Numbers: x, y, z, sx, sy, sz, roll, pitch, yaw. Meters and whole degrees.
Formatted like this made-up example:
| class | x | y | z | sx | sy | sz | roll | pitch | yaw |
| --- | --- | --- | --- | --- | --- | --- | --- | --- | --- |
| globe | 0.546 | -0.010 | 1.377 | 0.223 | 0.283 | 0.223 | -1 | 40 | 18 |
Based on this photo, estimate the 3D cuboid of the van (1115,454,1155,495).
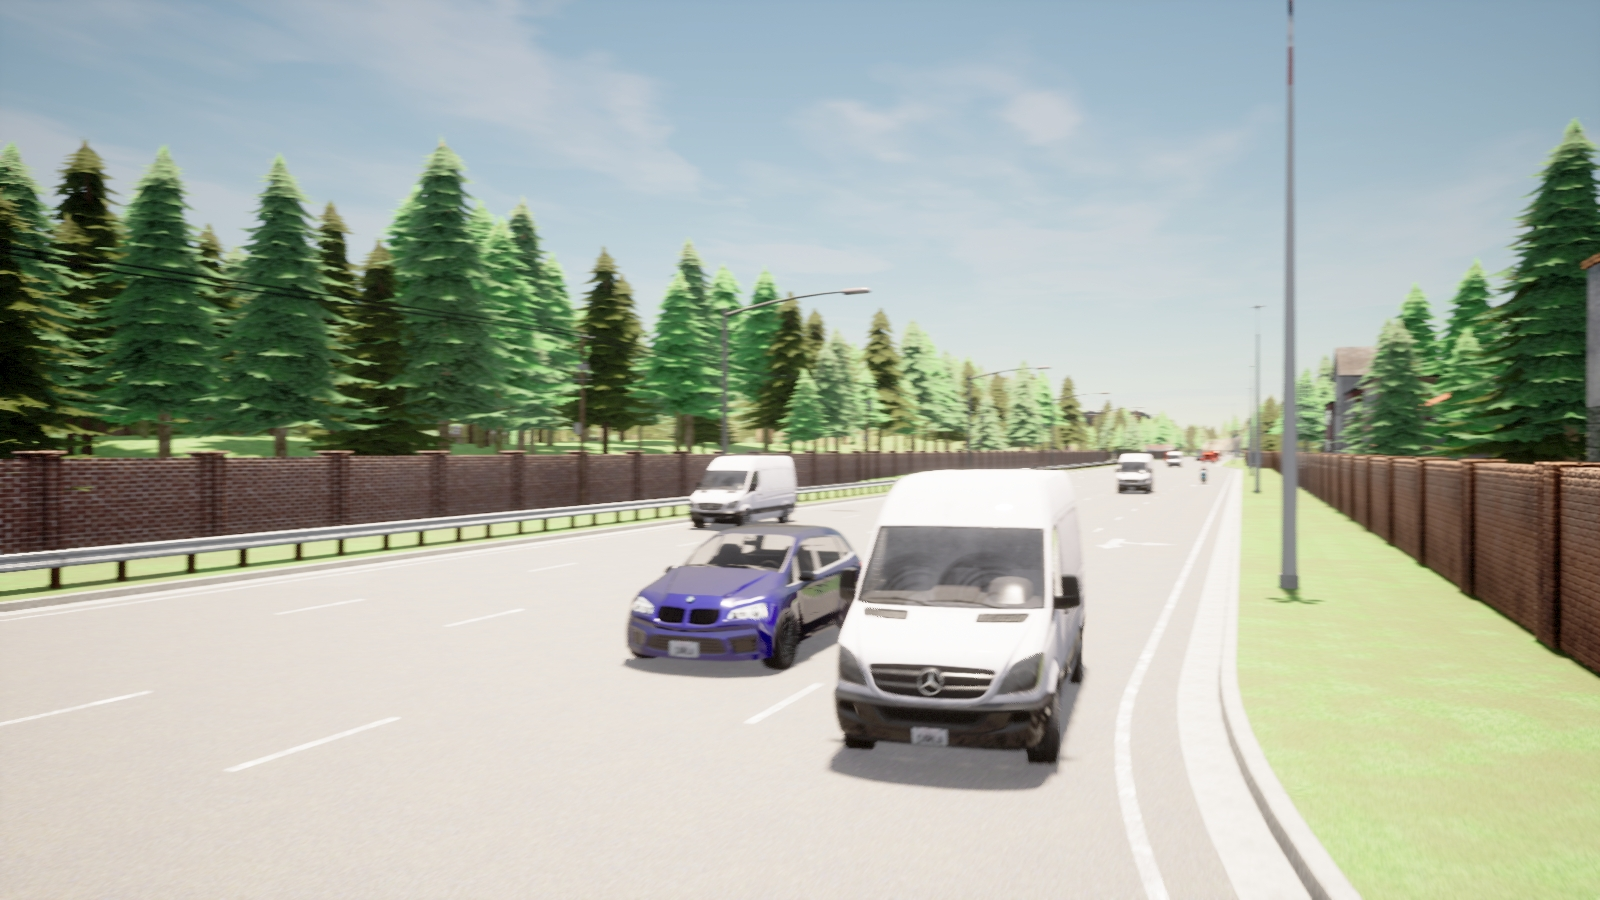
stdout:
| class | x | y | z | sx | sy | sz | roll | pitch | yaw |
| --- | --- | --- | --- | --- | --- | --- | --- | --- | --- |
| van | 21.790 | 1.530 | 74.149 | 1.988 | 2.561 | 5.915 | 0 | 0 | 21 |

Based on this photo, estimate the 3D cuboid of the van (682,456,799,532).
| class | x | y | z | sx | sy | sz | roll | pitch | yaw |
| --- | --- | --- | --- | --- | --- | --- | --- | --- | --- |
| van | -2.046 | 1.502 | 41.676 | 1.988 | 2.561 | 5.915 | 0 | 0 | 21 |

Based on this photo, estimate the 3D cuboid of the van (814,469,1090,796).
| class | x | y | z | sx | sy | sz | roll | pitch | yaw |
| --- | --- | --- | --- | --- | --- | --- | --- | --- | --- |
| van | 1.953 | 1.529 | 12.384 | 1.988 | 2.561 | 5.915 | 0 | 0 | 17 |

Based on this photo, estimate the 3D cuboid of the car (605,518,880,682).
| class | x | y | z | sx | sy | sz | roll | pitch | yaw |
| --- | --- | --- | --- | --- | --- | --- | --- | --- | --- |
| car | -0.610 | 1.954 | 16.296 | 2.242 | 1.667 | 4.611 | 0 | 0 | 21 |
